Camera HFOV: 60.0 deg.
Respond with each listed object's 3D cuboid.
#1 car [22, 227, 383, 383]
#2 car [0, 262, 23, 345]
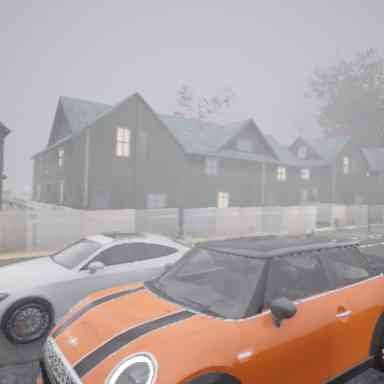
[{"bbox_3d":[0.628,1.385,4.113,4.553,1.767,2.097,1,0,-35],"label":"car"},{"bbox_3d":[-1.634,1.552,6.501,4.674,1.442,1.812,1,-1,-35],"label":"car"}]
